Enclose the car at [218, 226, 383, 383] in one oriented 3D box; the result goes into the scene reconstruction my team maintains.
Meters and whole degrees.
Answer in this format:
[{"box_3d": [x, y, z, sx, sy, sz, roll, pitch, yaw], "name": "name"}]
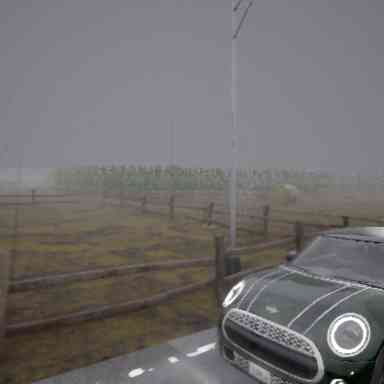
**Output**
[{"box_3d": [2.556, 1.356, 4.893, 4.553, 1.767, 2.097, 0, 0, -36], "name": "car"}]
